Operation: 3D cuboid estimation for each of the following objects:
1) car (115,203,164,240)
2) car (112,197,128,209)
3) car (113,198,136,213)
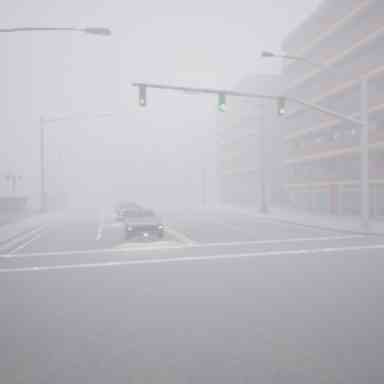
[{"bbox_3d":[-2.784,1.551,17.646,2.033,1.411,5.357,-1,0,-15],"label":"car"},{"bbox_3d":[-10.235,1.558,47.001,2.128,1.511,4.902,-1,0,-14],"label":"car"},{"bbox_3d":[-5.252,1.530,27.209,1.837,1.490,4.892,-1,0,-14],"label":"car"}]
